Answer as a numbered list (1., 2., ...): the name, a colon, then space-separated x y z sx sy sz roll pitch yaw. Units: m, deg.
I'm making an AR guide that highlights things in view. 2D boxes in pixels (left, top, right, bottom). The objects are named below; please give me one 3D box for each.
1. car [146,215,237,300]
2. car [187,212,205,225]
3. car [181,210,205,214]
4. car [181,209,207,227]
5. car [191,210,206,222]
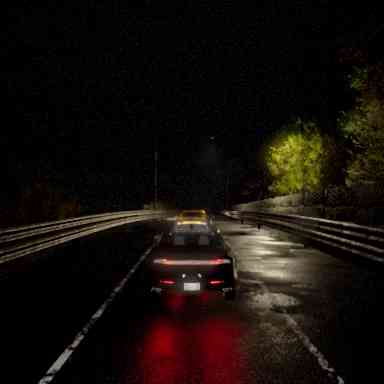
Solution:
1. car: -0.006 1.561 8.527 2.128 1.511 4.902 0 -1 0
2. car: 0.520 2.796 36.301 1.895 1.301 4.718 0 -3 2
3. car: 0.039 1.907 21.408 1.882 1.535 5.008 0 -2 1
4. car: 0.224 2.356 30.456 2.128 1.511 4.902 0 -3 2
5. car: 0.966 3.202 45.622 1.882 1.535 5.008 0 -3 3
